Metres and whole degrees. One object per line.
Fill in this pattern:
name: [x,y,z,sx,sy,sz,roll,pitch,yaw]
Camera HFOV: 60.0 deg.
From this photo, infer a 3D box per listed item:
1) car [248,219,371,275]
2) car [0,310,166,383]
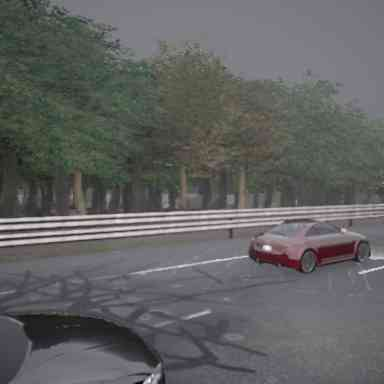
car: [3.799,1.558,10.571,4.181,1.385,1.994,0,0,-34]
car: [-2.431,1.487,1.971,4.902,1.511,2.128,0,0,-36]
